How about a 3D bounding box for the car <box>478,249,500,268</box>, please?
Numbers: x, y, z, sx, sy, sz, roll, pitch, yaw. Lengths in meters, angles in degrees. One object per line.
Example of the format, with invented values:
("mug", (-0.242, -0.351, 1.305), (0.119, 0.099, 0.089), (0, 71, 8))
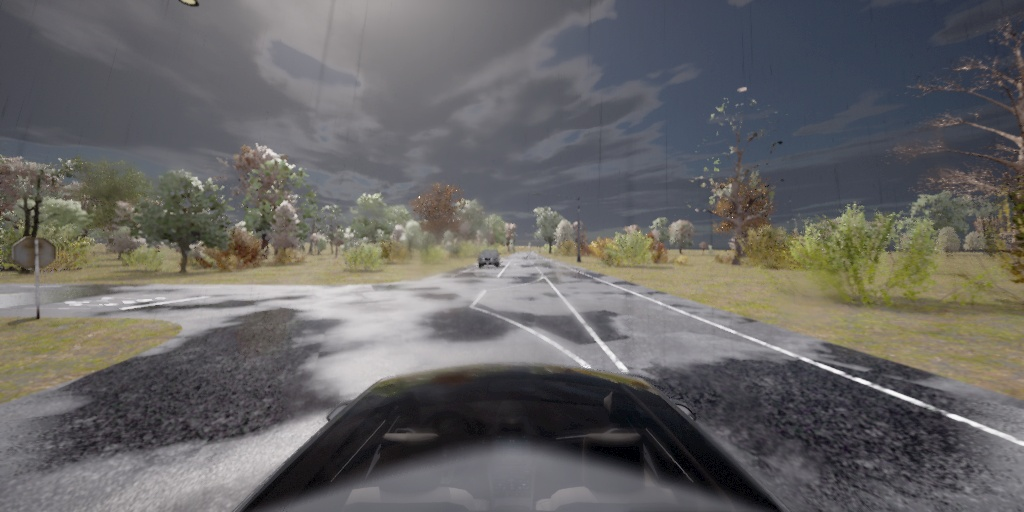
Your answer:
("car", (-2.502, 0.284, 40.366), (2.150, 2.045, 5.566), (0, 1, 1))
